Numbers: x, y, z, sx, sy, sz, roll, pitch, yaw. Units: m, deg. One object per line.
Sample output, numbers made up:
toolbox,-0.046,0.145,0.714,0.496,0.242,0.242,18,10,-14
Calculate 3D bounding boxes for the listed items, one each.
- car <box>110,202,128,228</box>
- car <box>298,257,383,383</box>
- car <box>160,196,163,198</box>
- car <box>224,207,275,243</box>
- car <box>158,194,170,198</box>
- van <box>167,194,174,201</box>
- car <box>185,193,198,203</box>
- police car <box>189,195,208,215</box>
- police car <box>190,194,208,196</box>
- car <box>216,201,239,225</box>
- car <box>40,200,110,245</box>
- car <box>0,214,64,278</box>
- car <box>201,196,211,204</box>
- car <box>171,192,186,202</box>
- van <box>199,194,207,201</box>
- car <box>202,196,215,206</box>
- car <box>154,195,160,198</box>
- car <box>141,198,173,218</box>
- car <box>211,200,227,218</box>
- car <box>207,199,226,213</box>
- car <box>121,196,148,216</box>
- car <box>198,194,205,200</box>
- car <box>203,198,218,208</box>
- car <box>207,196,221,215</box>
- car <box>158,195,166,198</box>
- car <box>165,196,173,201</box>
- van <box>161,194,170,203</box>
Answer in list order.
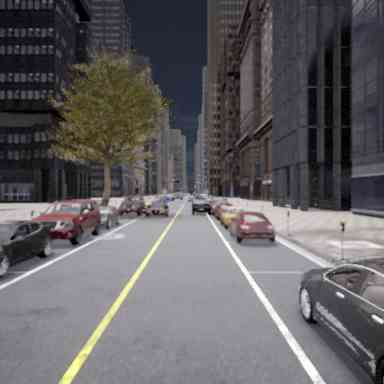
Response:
car,-5.759,1.551,21.436,2.008,1.369,4.403,0,0,0
car,2.762,1.551,4.409,2.008,1.369,4.403,0,0,0
car,-5.754,1.592,49.823,1.802,1.307,4.206,0,0,0
car,2.765,1.582,15.764,1.802,1.307,4.206,0,0,0
car,-5.752,1.331,61.178,2.192,1.841,5.009,0,0,0
van,-5.747,1.377,89.565,1.690,1.788,3.998,0,0,0
car,0.014,1.546,68.182,2.033,1.411,5.357,0,0,0
police car,0.907,1.429,33.962,1.930,1.638,5.238,0,0,0
police car,0.909,1.432,43.962,1.930,1.638,5.238,0,0,0
car,2.766,1.525,21.612,1.752,1.417,4.829,0,0,0
car,-5.761,1.314,15.758,2.192,1.841,5.009,0,0,0
car,-5.761,1.565,10.081,1.947,1.339,4.313,0,0,0
car,2.775,1.570,66.863,2.008,1.369,4.403,0,0,0
car,-2.986,0.966,70.735,2.150,2.045,5.566,0,0,0
van,2.777,1.373,83.895,1.690,1.788,3.998,0,0,0
car,2.772,1.453,55.507,1.967,1.590,4.097,0,0,0
car,-5.755,1.532,43.975,1.752,1.417,4.829,0,0,0
car,-3.091,1.566,30.394,1.994,1.385,4.181,0,0,0
car,2.767,1.583,27.119,1.802,1.307,4.206,0,0,0
car,2.769,1.571,38.475,1.947,1.339,4.313,0,0,0
car,-5.757,1.317,32.790,2.192,1.841,5.009,0,0,0
car,2.780,1.482,95.250,1.967,1.590,4.097,0,0,0
car,2.771,1.561,49.829,2.008,1.369,4.403,0,0,0
car,2.768,1.443,32.797,1.967,1.590,4.097,0,0,0
car,-5.753,1.595,55.500,1.802,1.307,4.206,0,0,0
car,-5.747,1.613,83.887,1.802,1.307,4.206,0,0,0
van,-5.750,1.364,72.533,1.690,1.788,3.998,0,0,0
